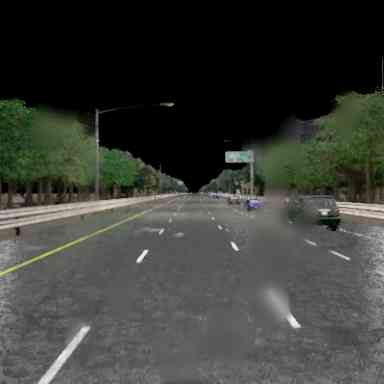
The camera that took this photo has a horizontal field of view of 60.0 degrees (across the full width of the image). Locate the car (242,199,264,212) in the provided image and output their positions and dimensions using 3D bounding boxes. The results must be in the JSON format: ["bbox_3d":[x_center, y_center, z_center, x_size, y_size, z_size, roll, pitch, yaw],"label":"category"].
[{"bbox_3d":[7.084,1.534,38.547,1.812,1.442,4.674,0,0,0],"label":"car"}]

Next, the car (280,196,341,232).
[{"bbox_3d":[7.024,1.223,20.313,2.150,2.045,5.566,0,0,0],"label":"car"}]

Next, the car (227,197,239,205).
[{"bbox_3d":[7.190,1.523,58.384,1.812,1.442,4.674,0,0,0],"label":"car"}]
